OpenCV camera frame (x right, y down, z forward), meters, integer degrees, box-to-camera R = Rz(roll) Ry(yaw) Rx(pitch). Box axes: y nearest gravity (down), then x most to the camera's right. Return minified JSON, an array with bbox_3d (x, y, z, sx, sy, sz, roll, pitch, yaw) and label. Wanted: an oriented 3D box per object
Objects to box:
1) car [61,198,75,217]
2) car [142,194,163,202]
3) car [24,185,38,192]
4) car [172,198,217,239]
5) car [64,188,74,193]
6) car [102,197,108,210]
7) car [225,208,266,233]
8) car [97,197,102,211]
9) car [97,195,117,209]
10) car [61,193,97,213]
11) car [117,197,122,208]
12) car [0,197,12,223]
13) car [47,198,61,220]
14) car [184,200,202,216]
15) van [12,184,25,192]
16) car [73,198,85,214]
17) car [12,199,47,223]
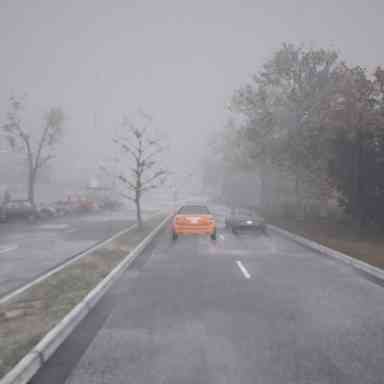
[{"bbox_3d":[-13.804,1.624,31.145,4.892,1.521,2.231,-1,-1,-20],"label":"car"},{"bbox_3d":[-11.450,1.945,93.003,4.792,1.488,2.163,-1,0,-15],"label":"car"},{"bbox_3d":[-40.203,-0.469,83.996,2.231,1.521,4.892,6,-3,-19],"label":"car"},{"bbox_3d":[0.101,1.393,17.541,2.097,1.767,4.553,0,0,0],"label":"car"},{"bbox_3d":[-31.164,0.096,83.942,2.435,2.045,5.566,6,-3,-19],"label":"car"},{"bbox_3d":[-13.770,1.768,43.149,4.674,1.452,2.002,-1,0,-20],"label":"car"},{"bbox_3d":[3.102,1.617,19.942,1.994,1.385,4.181,0,0,0],"label":"car"},{"bbox_3d":[-13.960,1.699,40.083,5.366,1.575,1.946,-1,0,-20],"label":"car"},{"bbox_3d":[-13.791,1.504,46.148,5.566,2.045,2.435,-1,0,-20],"label":"car"},{"bbox_3d":[-13.820,1.423,37.135,5.566,2.045,2.435,-1,0,-20],"label":"car"},{"bbox_3d":[-13.718,1.531,49.184,5.566,2.045,2.435,-1,-1,-20],"label":"car"},{"bbox_3d":[-13.833,1.291,19.124,5.566,2.045,2.435,-1,0,-20],"label":"car"},{"bbox_3d":[-13.832,1.474,28.136,4.553,1.767,2.185,-1,-1,-20],"label":"car"},{"bbox_3d":[0.105,1.667,35.108,1.837,1.490,4.892,0,-1,0],"label":"car"},{"bbox_3d":[-43.148,-0.968,83.940,1.878,1.987,4.442,7,-3,-19],"label":"van"},{"bbox_3d":[-13.819,1.677,34.129,4.792,1.488,2.163,-1,0,-20],"label":"car"},{"bbox_3d":[-13.772,1.451,25.150,4.553,1.767,2.185,-1,0,-20],"label":"car"}]
